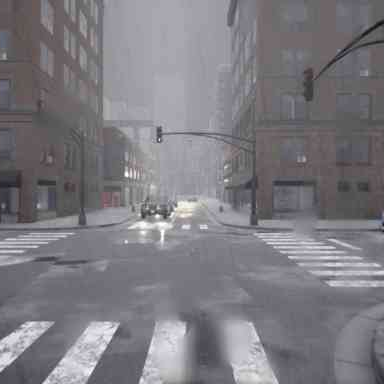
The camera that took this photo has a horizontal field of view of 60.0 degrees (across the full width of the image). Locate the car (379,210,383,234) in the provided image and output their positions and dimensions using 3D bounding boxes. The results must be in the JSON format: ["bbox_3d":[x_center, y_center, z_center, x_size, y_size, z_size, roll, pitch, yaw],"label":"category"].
[{"bbox_3d":[11.043,1.615,14.595,4.718,1.301,1.895,0,0,2],"label":"car"}]

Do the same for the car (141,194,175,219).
[{"bbox_3d":[-3.095,1.232,29.699,2.150,2.045,5.566,0,0,2],"label":"car"}]

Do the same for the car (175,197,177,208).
[{"bbox_3d":[-3.113,1.540,39.373,1.812,1.442,4.674,0,0,0],"label":"car"}]

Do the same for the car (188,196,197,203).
[{"bbox_3d":[0.083,1.509,69.947,2.128,1.511,4.902,0,0,0],"label":"car"}]
